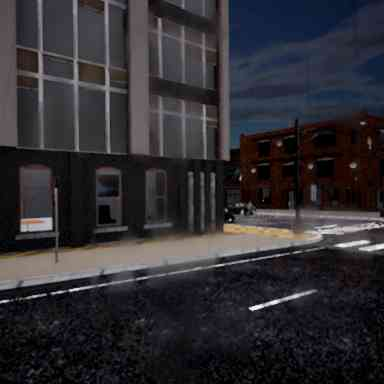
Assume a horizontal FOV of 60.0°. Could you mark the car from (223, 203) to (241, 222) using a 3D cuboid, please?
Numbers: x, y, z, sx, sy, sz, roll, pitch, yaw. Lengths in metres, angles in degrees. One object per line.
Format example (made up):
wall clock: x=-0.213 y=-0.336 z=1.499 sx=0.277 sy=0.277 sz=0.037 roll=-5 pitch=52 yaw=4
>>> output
car: x=1.776 y=1.914 z=28.619 sx=1.947 sy=1.339 sz=4.313 roll=-2 pitch=0 yaw=-37

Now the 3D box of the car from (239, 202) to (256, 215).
car: x=5.403 y=1.890 z=38.212 sx=2.008 sy=1.369 sz=4.403 roll=-2 pitch=0 yaw=-37
